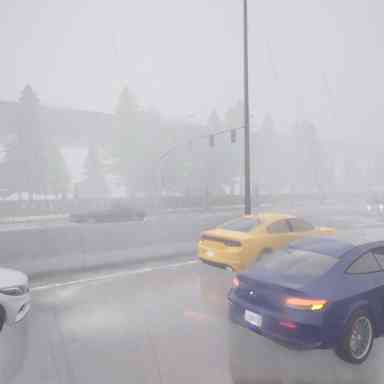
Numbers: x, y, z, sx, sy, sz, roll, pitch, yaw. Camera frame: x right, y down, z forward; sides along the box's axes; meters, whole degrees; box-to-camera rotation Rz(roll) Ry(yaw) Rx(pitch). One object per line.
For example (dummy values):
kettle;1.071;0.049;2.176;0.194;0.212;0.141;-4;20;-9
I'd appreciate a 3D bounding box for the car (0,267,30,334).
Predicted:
car;-4.833;1.522;4.605;4.674;1.442;1.812;0;0;-36

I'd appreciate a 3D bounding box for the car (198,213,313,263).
car;2.494;1.373;9.854;5.008;1.535;1.882;-1;1;-35

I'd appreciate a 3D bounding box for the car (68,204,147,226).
car;-5.461;1.491;21.592;4.718;1.301;1.895;-1;1;-35

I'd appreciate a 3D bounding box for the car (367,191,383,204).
car;24.661;0.610;43.066;4.553;1.767;2.097;-1;1;-35

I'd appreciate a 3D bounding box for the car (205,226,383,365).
car;2.686;1.458;5.705;4.674;1.442;1.812;-1;1;-35
